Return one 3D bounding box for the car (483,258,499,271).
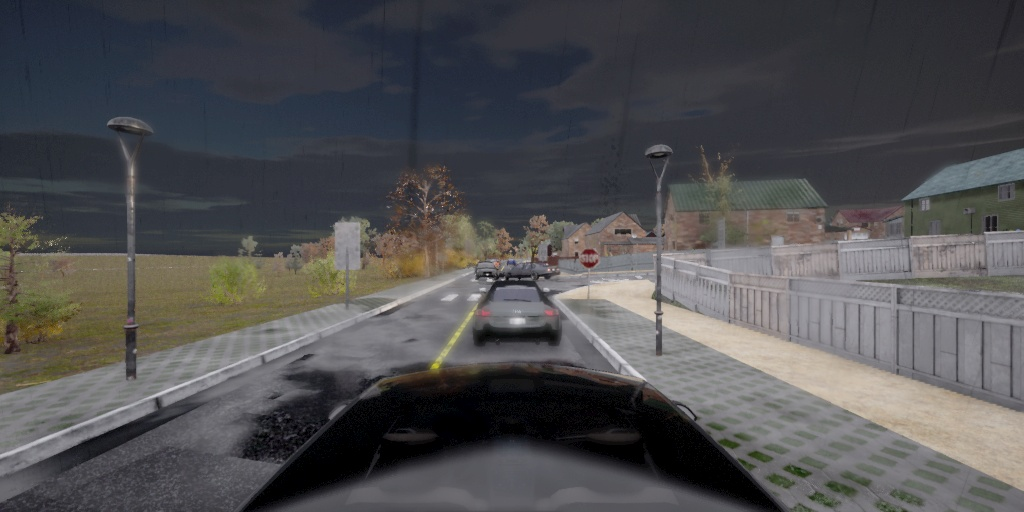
[{"bbox_3d":[-2.949,1.121,51.119,2.097,1.767,4.553,0,0,1],"label":"car"}]

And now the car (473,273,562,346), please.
[{"bbox_3d":[0.086,1.313,9.381,1.994,1.385,4.181,0,0,-1],"label":"car"}]

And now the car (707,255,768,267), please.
[{"bbox_3d":[14.344,0.413,22.801,4.181,1.385,1.994,-3,0,16],"label":"car"}]

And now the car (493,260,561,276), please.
[{"bbox_3d":[1.282,1.198,28.398,5.357,1.411,2.033,-4,-3,43],"label":"car"}]

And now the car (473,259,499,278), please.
[{"bbox_3d":[-2.312,1.258,31.302,1.837,1.490,4.892,0,0,-8],"label":"car"}]

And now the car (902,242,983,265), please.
[{"bbox_3d":[23.850,-0.208,20.399,4.902,1.511,2.128,-3,0,14],"label":"car"}]
